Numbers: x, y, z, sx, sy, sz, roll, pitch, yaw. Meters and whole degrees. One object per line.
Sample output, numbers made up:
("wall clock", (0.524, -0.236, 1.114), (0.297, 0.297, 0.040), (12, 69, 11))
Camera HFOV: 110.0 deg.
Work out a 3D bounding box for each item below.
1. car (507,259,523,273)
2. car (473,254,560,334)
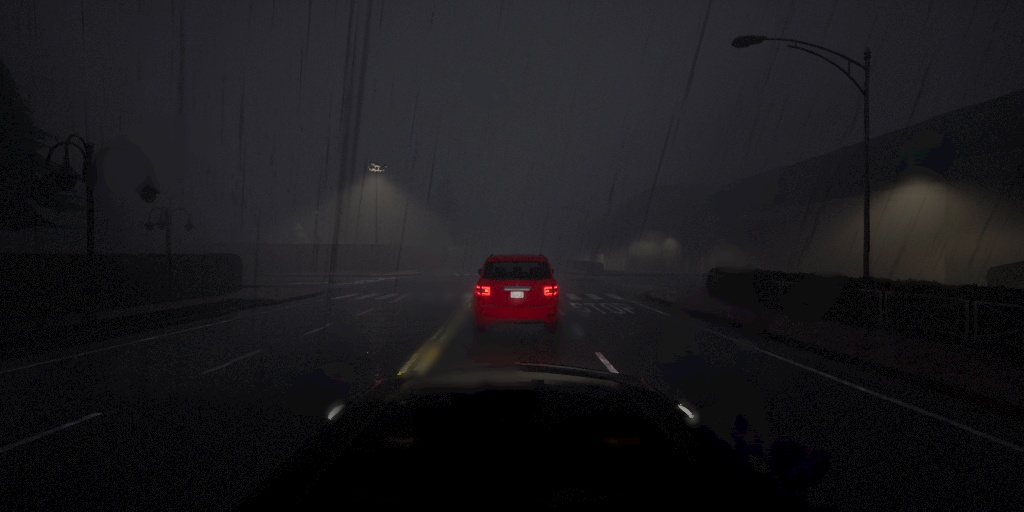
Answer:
("car", (0.362, 1.228, 45.635), (1.882, 1.535, 5.008), (0, 0, 1))
("car", (0.123, 0.971, 10.806), (2.150, 2.045, 5.566), (0, 0, 0))
